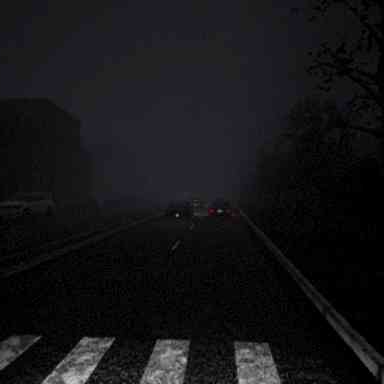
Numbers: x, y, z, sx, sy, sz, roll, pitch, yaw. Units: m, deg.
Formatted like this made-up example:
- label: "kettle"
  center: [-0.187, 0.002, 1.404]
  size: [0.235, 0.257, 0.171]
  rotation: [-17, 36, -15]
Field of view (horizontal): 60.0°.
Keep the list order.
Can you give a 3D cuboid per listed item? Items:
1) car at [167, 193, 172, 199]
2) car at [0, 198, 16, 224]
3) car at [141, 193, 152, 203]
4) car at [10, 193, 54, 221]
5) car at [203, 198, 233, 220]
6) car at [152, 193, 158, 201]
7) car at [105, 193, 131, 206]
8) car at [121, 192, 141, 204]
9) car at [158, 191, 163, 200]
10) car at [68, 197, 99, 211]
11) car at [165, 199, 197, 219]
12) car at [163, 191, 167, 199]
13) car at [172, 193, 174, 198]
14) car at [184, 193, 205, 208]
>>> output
- label: "car"
  center: [-7.619, 0.852, 86.414]
  size: [2.435, 2.045, 5.566]
  rotation: [0, 0, 5]
- label: "car"
  center: [-13.423, 1.356, 20.211]
  size: [1.946, 1.575, 5.366]
  rotation: [0, 0, 5]
- label: "car"
  center: [-9.735, 1.196, 62.906]
  size: [2.231, 1.521, 4.892]
  rotation: [0, 0, 6]
- label: "car"
  center: [-12.913, 1.086, 25.996]
  size: [2.435, 2.045, 5.566]
  rotation: [0, 0, 5]
- label: "car"
  center: [2.268, 1.429, 26.731]
  size: [2.033, 1.411, 5.357]
  rotation: [0, 0, 5]
- label: "car"
  center: [-9.079, 1.165, 69.747]
  size: [1.946, 1.575, 5.366]
  rotation: [0, 0, 5]
- label: "car"
  center: [-10.981, 1.253, 48.047]
  size: [2.231, 1.521, 4.892]
  rotation: [0, 0, 5]
- label: "car"
  center: [-10.502, 0.979, 53.515]
  size: [2.435, 2.045, 5.566]
  rotation: [0, 0, 5]
- label: "car"
  center: [-8.578, 1.020, 75.466]
  size: [2.185, 1.767, 4.553]
  rotation: [0, 0, 5]
- label: "car"
  center: [-11.953, 1.324, 37.002]
  size: [2.163, 1.488, 4.792]
  rotation: [0, 0, 5]
- label: "car"
  center: [-0.915, 1.486, 27.574]
  size: [1.895, 1.301, 4.718]
  rotation: [0, 0, 5]
- label: "car"
  center: [-8.114, 1.122, 80.755]
  size: [1.946, 1.575, 5.366]
  rotation: [0, 0, 5]
- label: "car"
  center: [-7.123, 1.083, 92.077]
  size: [2.231, 1.521, 4.892]
  rotation: [0, 0, 5]
- label: "car"
  center: [0.575, 1.312, 43.788]
  size: [2.128, 1.511, 4.902]
  rotation: [0, 0, 5]
